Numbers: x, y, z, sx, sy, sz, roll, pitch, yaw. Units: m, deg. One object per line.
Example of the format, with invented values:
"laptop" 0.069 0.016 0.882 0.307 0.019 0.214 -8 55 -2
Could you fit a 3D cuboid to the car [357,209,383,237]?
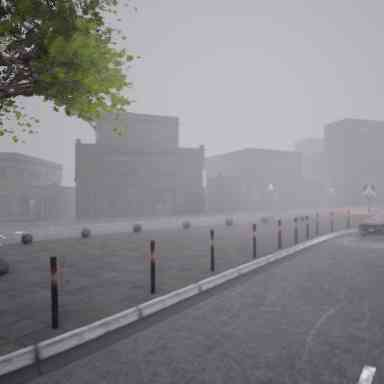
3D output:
"car" 10.862 1.595 17.950 5.008 1.535 1.882 0 -2 -36
